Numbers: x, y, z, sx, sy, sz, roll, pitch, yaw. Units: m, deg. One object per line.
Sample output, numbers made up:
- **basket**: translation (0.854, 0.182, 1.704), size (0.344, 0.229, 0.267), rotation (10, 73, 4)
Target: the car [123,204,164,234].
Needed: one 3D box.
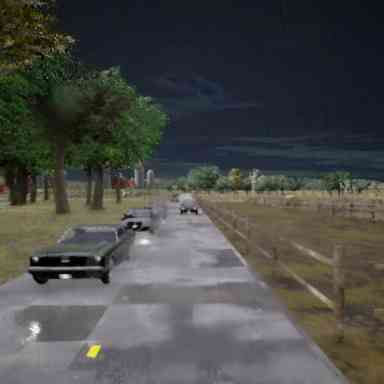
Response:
- **car**: translation (-3.050, 1.647, 19.800), size (1.994, 1.385, 4.181), rotation (0, 0, 0)

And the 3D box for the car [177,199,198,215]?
- **car**: translation (-0.323, 1.711, 35.724), size (1.895, 1.301, 4.718), rotation (0, 0, -1)

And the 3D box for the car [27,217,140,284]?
- **car**: translation (-2.945, 1.652, 9.881), size (1.895, 1.301, 4.718), rotation (0, 0, -1)

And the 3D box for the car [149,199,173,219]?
- **car**: translation (-3.155, 1.602, 30.120), size (2.128, 1.511, 4.902), rotation (0, 0, -1)

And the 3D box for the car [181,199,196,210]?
- **car**: translation (-0.473, 1.700, 47.184), size (1.994, 1.385, 4.181), rotation (0, 0, -1)

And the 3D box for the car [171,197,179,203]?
- **car**: translation (-3.613, 1.692, 70.170), size (2.033, 1.411, 5.357), rotation (0, 0, -1)
